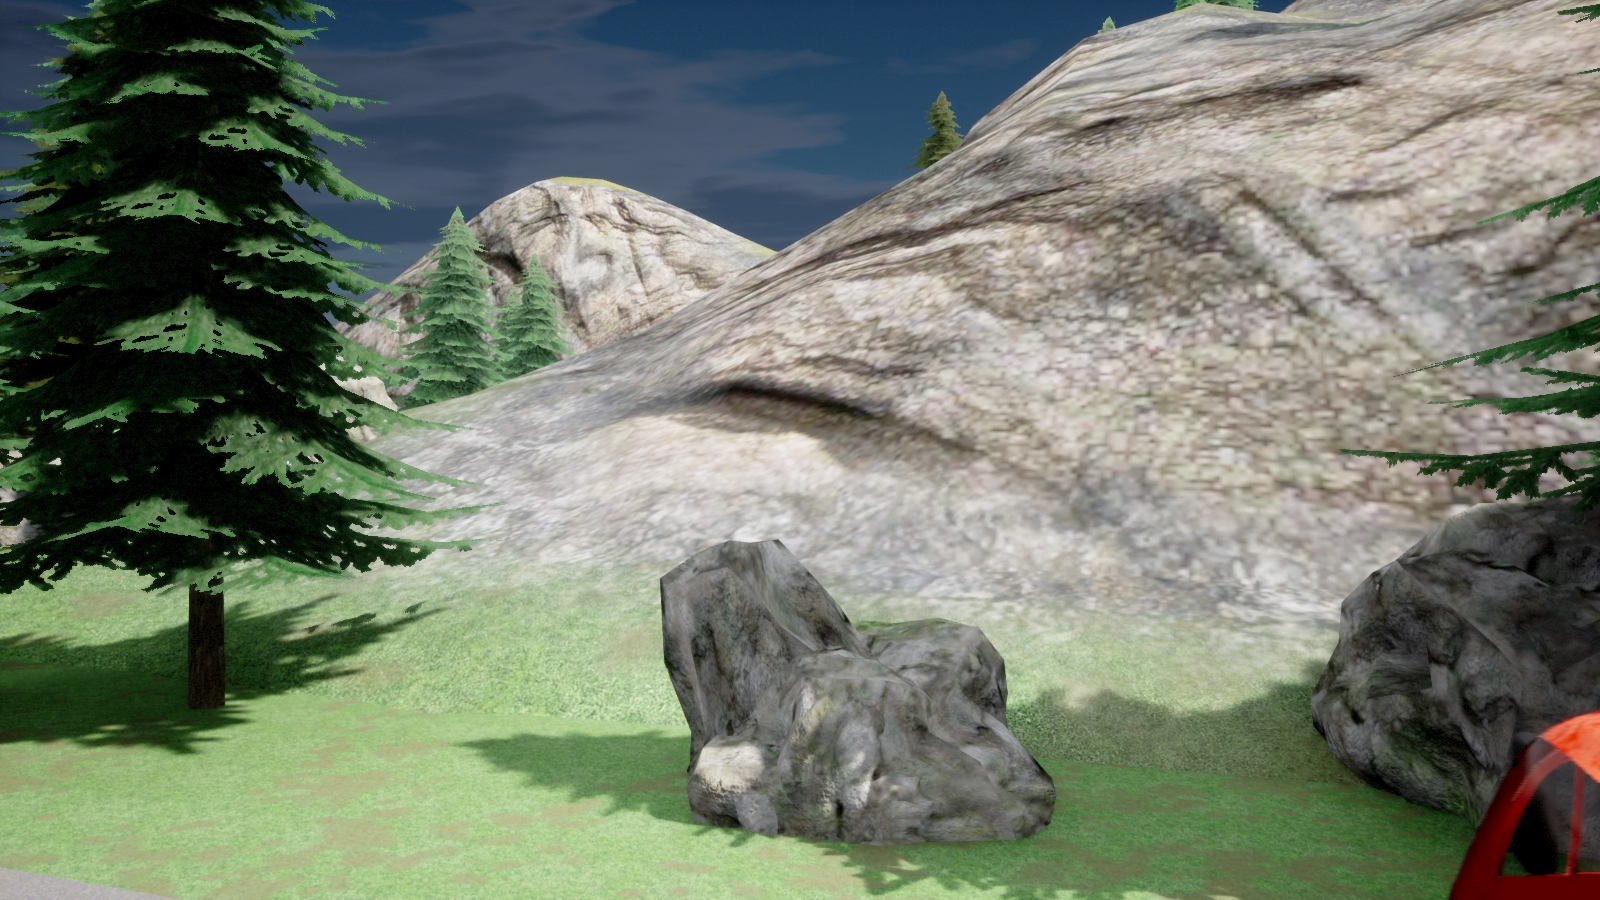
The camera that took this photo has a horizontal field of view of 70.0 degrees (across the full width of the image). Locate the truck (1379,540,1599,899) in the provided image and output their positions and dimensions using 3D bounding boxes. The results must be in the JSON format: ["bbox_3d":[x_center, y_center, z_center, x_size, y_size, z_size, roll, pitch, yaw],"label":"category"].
[{"bbox_3d":[4.001,1.548,1.840,5.204,2.467,2.627,0,0,20],"label":"truck"}]
